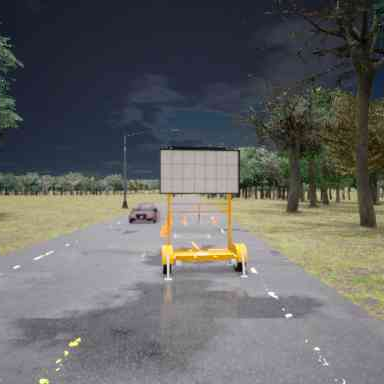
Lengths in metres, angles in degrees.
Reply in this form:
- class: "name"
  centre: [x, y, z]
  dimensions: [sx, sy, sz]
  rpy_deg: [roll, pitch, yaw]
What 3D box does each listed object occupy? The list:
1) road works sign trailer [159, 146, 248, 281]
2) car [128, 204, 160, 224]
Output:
- class: "road works sign trailer"
  centre: [0.202, 0.461, 9.989]
  dimensions: [2.380, 3.560, 2.880]
  rpy_deg: [0, 0, -8]
- class: "car"
  centre: [-3.485, 1.564, 24.922]
  dimensions: [1.994, 1.385, 4.181]
  rpy_deg: [0, 0, 0]
